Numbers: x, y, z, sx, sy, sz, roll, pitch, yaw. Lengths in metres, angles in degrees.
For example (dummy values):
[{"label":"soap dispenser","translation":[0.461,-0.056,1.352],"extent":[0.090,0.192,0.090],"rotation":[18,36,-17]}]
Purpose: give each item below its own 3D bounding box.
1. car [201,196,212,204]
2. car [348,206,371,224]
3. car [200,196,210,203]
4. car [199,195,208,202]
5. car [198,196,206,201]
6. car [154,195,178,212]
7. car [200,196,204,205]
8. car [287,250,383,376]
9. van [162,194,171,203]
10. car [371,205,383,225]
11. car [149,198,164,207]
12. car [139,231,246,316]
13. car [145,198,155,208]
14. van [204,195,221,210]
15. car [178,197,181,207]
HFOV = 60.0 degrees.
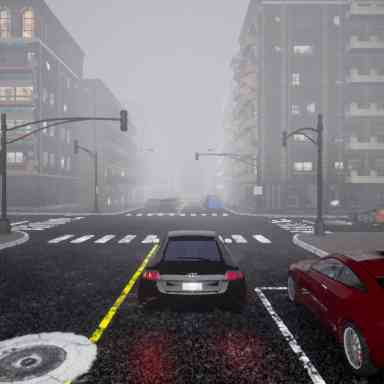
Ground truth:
[{"label":"car","translation":[2.724,1.539,65.245],"extent":[1.967,1.590,4.097],"rotation":[-1,0,0]},{"label":"car","translation":[14.624,1.727,26.199],"extent":[4.181,1.385,1.994],"rotation":[1,0,0]},{"label":"car","translation":[2.729,1.662,70.765],"extent":[1.887,1.381,4.507],"rotation":[-1,0,0]},{"label":"car","translation":[2.783,1.597,81.808],"extent":[1.967,1.590,4.097],"rotation":[-1,0,0]},{"label":"car","translation":[2.815,1.768,92.853],"extent":[1.947,1.339,4.313],"rotation":[-1,0,0]},{"label":"car","translation":[-3.046,1.512,39.715],"extent":[1.882,1.535,5.008],"rotation":[0,0,-1]},{"label":"car","translation":[2.754,1.367,48.683],"extent":[2.192,1.841,5.009],"rotation":[-1,0,0]},{"label":"car","translation":[2.796,1.582,5.284],"extent":[1.802,1.307,4.206],"rotation":[0,0,0]},{"label":"van","translation":[-5.794,1.478,76.354],"extent":[1.690,1.788,3.998],"rotation":[-1,0,0]},{"label":"car","translation":[15.423,1.548,23.017],"extent":[4.553,1.767,2.097],"rotation":[1,0,1]},{"label":"car","translation":[-5.806,1.632,54.260],"extent":[1.947,1.339,4.313],"rotation":[-1,0,0]},{"label":"car","translation":[0.007,1.564,7.623],"extent":[1.994,1.385,4.181],"rotation":[0,0,0]},{"label":"car","translation":[-5.809,1.634,48.738],"extent":[1.802,1.307,4.206],"rotation":[-1,0,0]},{"label":"van","translation":[2.839,1.381,43.186],"extent":[1.690,1.788,3.998],"rotation":[-1,0,0]},{"label":"car","translation":[-3.060,1.535,51.203],"extent":[1.882,1.535,5.008],"rotation":[0,0,0]}]
